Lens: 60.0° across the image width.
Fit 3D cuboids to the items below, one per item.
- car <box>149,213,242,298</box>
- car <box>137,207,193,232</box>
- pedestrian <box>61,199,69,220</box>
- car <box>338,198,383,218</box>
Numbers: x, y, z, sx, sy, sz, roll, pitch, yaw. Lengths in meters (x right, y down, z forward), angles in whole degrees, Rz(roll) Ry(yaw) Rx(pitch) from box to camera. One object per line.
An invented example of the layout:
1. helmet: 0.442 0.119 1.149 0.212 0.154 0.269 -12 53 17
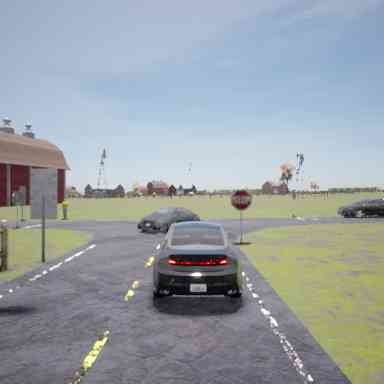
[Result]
1. car: 0.113 1.504 8.496 1.837 1.490 4.892 0 0 0
2. car: -1.282 1.563 19.329 1.994 1.385 4.181 0 0 32
3. pedestrian: -11.157 1.485 29.234 0.375 1.860 0.375 0 0 4
4. car: 14.046 1.256 26.249 4.892 1.490 1.837 -1 0 -4
